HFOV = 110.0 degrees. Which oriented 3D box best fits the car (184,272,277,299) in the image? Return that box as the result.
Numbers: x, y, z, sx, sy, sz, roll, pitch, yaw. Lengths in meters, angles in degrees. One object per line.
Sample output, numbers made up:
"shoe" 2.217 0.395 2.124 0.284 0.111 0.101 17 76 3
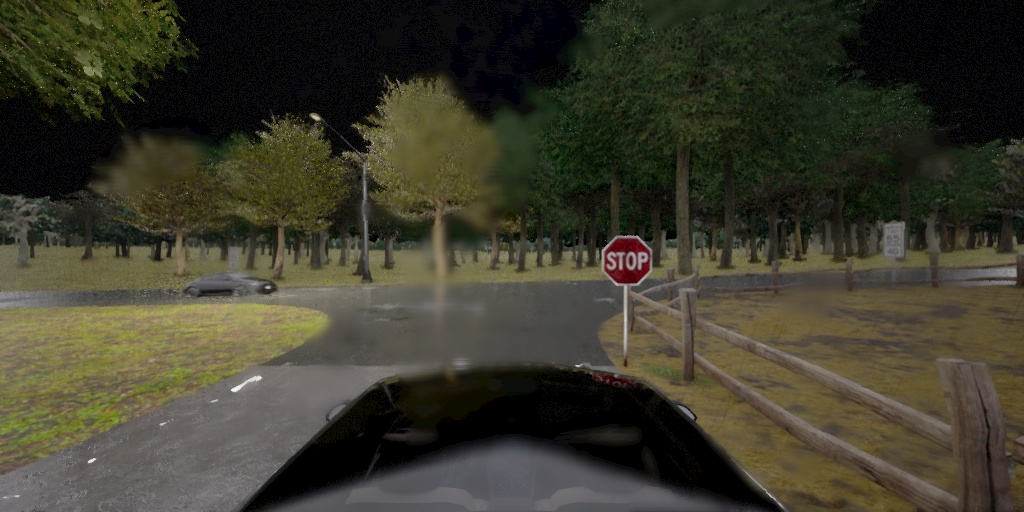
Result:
"car" -15.555 1.601 19.949 4.181 1.385 1.994 -1 0 0
